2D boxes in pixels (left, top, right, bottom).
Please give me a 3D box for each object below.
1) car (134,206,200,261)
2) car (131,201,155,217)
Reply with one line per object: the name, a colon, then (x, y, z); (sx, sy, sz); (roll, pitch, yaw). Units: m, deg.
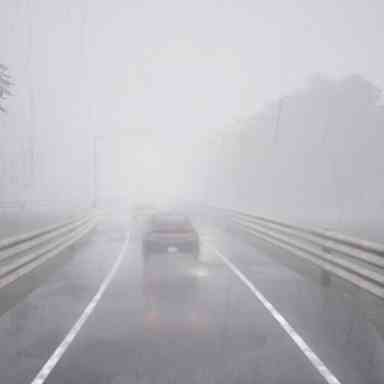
car: (-0.858, 1.512, 12.356); (2.128, 1.511, 4.902); (0, 0, -7)
car: (-4.180, 1.509, 28.985); (1.882, 1.535, 5.008); (0, 0, -14)
